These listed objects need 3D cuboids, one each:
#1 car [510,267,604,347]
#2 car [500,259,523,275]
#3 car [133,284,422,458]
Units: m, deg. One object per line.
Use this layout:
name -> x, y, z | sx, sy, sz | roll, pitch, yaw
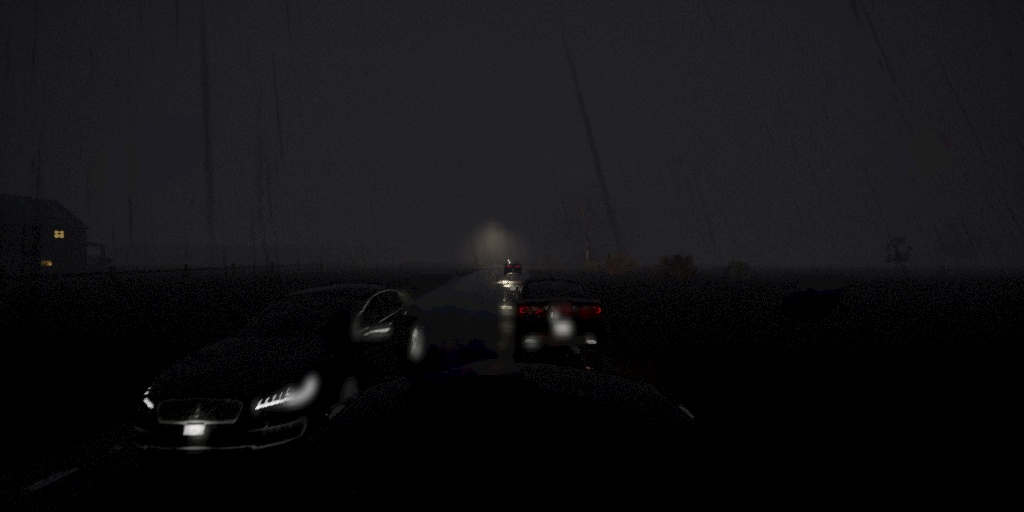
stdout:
car -> 0.969, 1.226, 9.317 | 1.882, 1.535, 5.008 | 0, 0, 0
car -> 0.101, 1.234, 38.678 | 2.128, 1.511, 4.902 | 0, 0, 0
car -> -2.745, 1.254, 5.528 | 1.837, 1.490, 4.892 | 0, 0, 0
